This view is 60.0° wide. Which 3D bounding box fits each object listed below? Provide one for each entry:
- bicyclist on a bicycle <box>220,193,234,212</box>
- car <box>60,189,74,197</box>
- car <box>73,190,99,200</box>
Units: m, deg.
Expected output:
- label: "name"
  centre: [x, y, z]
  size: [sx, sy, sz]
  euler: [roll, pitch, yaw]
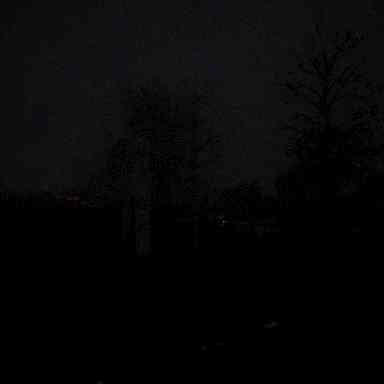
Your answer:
- label: "bicyclist on a bicycle"
  centre: [3.084, 0.950, 29.539]
  size: [1.656, 1.620, 0.582]
  euler: [0, 1, -35]
- label: "car"
  centre: [-22.221, 0.154, 59.808]
  size: [2.128, 1.511, 4.902]
  euler: [-1, 2, -36]
- label: "car"
  centre: [-15.999, 0.443, 51.076]
  size: [2.033, 1.411, 5.357]
  euler: [-1, 2, -35]
